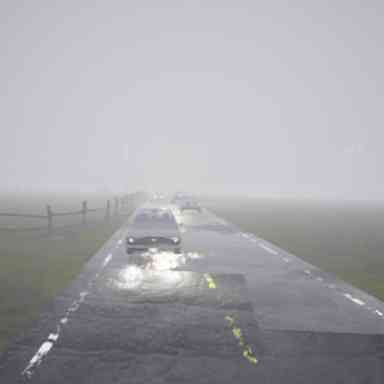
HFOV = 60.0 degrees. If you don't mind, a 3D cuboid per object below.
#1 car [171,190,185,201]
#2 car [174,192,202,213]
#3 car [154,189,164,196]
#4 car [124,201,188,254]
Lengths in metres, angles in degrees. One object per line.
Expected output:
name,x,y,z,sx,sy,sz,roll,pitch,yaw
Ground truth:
car,-1.689,0.580,44.097,2.097,1.767,4.553,1,1,-5
car,-0.252,1.037,29.989,2.033,1.411,5.357,1,1,-6
car,-7.342,0.145,73.232,1.837,1.490,4.892,1,1,-6
car,-1.406,1.311,12.629,2.033,1.411,5.357,1,1,-6
